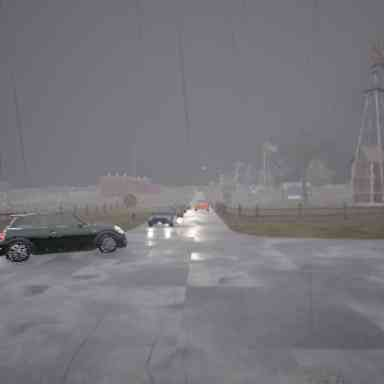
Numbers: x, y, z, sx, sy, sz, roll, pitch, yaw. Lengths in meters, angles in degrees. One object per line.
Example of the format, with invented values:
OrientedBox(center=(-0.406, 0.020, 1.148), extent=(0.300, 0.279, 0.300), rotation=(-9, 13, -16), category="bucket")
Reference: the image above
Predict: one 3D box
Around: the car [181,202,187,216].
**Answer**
OrientedBox(center=(-1.848, 1.982, 35.192), extent=(1.994, 1.385, 4.181), rotation=(0, -1, 1), category="car")

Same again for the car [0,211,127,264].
OrientedBox(center=(-4.912, 1.529, 12.926), extent=(4.553, 1.767, 2.097), rotation=(-1, 0, -25), category="car")

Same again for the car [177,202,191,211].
OrientedBox(center=(-1.274, 2.332, 54.983), extent=(1.994, 1.385, 4.181), rotation=(0, -1, 2), category="car")

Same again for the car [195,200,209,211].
OrientedBox(center=(1.543, 2.055, 52.141), extent=(2.097, 1.767, 4.553), rotation=(0, -1, 2), category="car")

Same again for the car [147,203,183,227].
OrientedBox(center=(-2.140, 1.835, 25.902), extent=(2.033, 1.411, 5.357), rotation=(0, -1, 3), category="car")

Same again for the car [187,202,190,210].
OrientedBox(center=(-1.583, 2.127, 45.011), extent=(2.033, 1.411, 5.357), rotation=(0, -1, 2), category="car")
